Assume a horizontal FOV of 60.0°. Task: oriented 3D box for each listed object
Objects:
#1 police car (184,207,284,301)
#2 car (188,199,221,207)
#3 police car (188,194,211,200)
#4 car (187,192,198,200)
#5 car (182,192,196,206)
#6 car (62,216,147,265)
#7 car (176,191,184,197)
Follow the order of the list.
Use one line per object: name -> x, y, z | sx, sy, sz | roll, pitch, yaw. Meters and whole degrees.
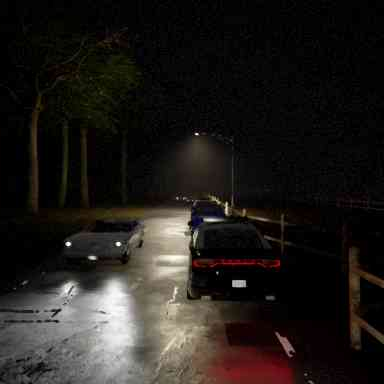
police car -> 0.838, 1.403, 8.470 | 1.930, 1.638, 5.238 | 0, 0, 0
car -> 0.851, 1.378, 18.361 | 1.882, 1.535, 5.008 | 0, 1, 0
police car -> 0.860, 1.252, 24.473 | 1.930, 1.638, 5.238 | 0, 1, 0
car -> 0.089, 0.797, 64.004 | 1.994, 1.385, 4.181 | 0, 1, 0
car -> 0.084, 1.095, 45.000 | 2.033, 1.411, 5.357 | 0, 1, 1
car -> -2.834, 1.560, 11.715 | 1.895, 1.301, 4.718 | 0, 0, 0
car -> -2.642, 0.437, 78.507 | 1.882, 1.535, 5.008 | 0, 1, 0
